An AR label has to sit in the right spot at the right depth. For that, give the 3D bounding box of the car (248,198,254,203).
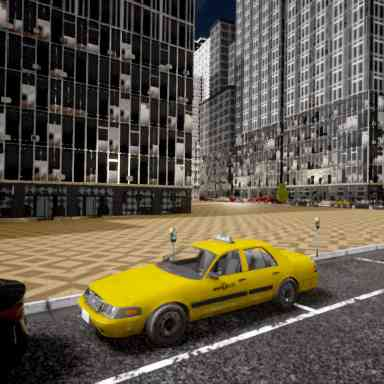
[{"bbox_3d":[15.118,2.049,82.431,1.802,1.307,4.206,1,-1,-22],"label":"car"}]

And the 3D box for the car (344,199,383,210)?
[{"bbox_3d":[22.584,1.651,43.179,2.008,1.369,4.403,1,-1,-22],"label":"car"}]

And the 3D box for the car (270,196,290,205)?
[{"bbox_3d":[16.263,1.634,58.719,1.967,1.590,4.097,1,-1,-22],"label":"car"}]

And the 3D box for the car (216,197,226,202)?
[{"bbox_3d":[7.895,1.843,79.279,1.752,1.417,4.829,1,-1,-22],"label":"car"}]

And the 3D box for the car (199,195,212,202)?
[{"bbox_3d":[3.618,1.696,89.797,2.192,1.841,5.009,1,-1,-22],"label":"car"}]

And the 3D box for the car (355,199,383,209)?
[{"bbox_3d":[27.770,1.830,51.340,2.008,1.369,4.403,1,-1,-22],"label":"car"}]

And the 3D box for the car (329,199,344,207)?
[{"bbox_3d":[25.598,1.837,56.679,1.752,1.417,4.829,1,-1,-22],"label":"car"}]

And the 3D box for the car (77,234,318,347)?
[{"bbox_3d":[0.401,1.528,6.315,4.829,1.417,1.752,0,1,-35],"label":"car"}]

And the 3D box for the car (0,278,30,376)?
[{"bbox_3d":[-3.964,1.565,3.258,4.313,1.339,1.947,0,1,-36],"label":"car"}]

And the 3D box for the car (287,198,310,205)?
[{"bbox_3d":[21.444,1.924,66.885,2.008,1.369,4.403,1,-1,-22],"label":"car"}]

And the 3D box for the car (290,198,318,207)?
[{"bbox_3d":[18.369,1.713,53.538,2.008,1.369,4.403,1,-1,-22],"label":"car"}]

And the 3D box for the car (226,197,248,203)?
[{"bbox_3d":[9.940,1.727,74.258,1.967,1.590,4.097,1,-1,-22],"label":"car"}]

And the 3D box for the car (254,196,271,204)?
[{"bbox_3d":[17.230,1.751,77.252,2.192,1.841,5.009,1,-1,-22],"label":"car"}]
